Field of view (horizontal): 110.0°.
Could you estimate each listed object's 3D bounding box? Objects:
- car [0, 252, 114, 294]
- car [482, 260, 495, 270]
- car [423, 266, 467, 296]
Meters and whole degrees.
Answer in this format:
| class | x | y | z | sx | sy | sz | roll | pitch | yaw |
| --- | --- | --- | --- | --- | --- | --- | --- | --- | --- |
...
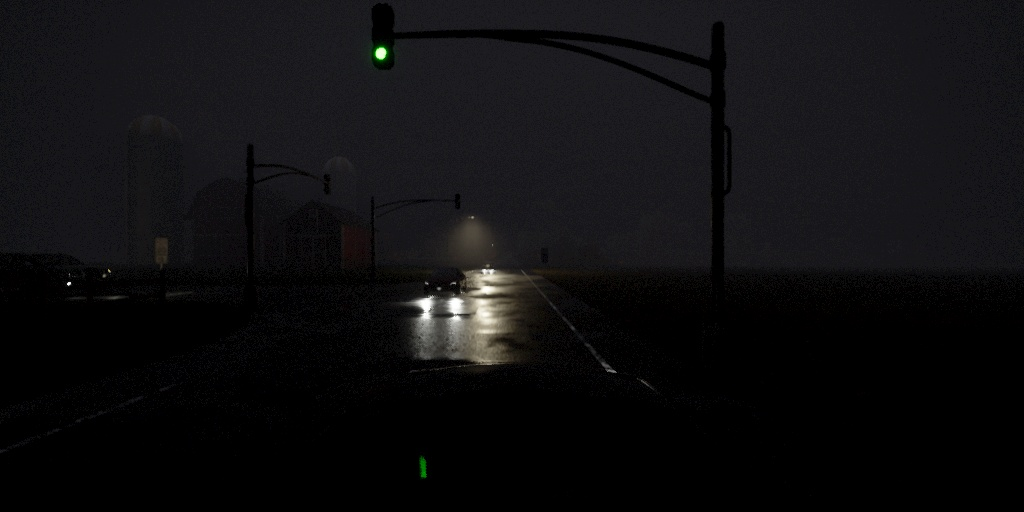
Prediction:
| class | x | y | z | sx | sy | sz | roll | pitch | yaw |
| --- | --- | --- | --- | --- | --- | --- | --- | --- | --- |
| car | -23.307 | 0.843 | 17.750 | 5.566 | 2.045 | 2.150 | 1 | 0 | 0 |
| car | -3.794 | 1.427 | 58.066 | 2.128 | 1.511 | 4.902 | 0 | 0 | 0 |
| car | -3.585 | 1.319 | 19.900 | 1.812 | 1.442 | 4.674 | 0 | 0 | 0 |
